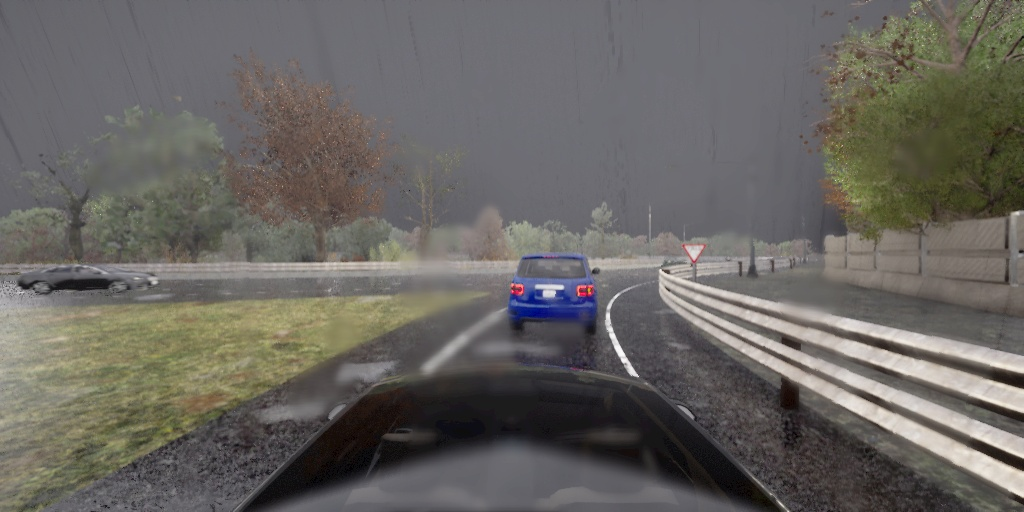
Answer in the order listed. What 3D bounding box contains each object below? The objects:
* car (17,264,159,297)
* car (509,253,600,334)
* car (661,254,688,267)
[{"bbox_3d":[-21.063,1.134,18.062,4.902,1.511,2.128,0,1,-16],"label":"car"},{"bbox_3d":[1.399,0.926,10.683,2.150,2.045,5.566,0,0,12],"label":"car"},{"bbox_3d":[22.900,0.809,50.194,4.553,1.767,2.097,0,0,-44],"label":"car"}]
